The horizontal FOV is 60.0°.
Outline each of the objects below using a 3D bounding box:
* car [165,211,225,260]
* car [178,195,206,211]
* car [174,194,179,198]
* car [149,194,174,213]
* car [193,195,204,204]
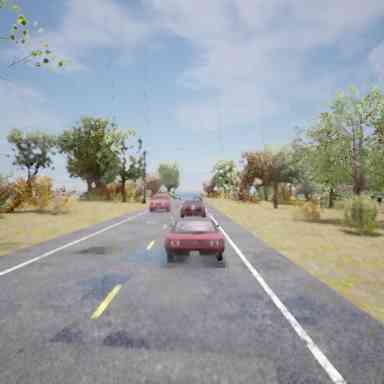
[{"bbox_3d":[0.093,1.607,12.455,1.895,1.301,4.718,0,0,0],"label":"car"},{"bbox_3d":[0.095,1.371,29.061,2.097,1.767,4.553,0,0,0],"label":"car"},{"bbox_3d":[-3.492,1.257,79.027,1.882,1.535,5.008,0,0,0],"label":"car"},{"bbox_3d":[-3.589,1.254,38.312,2.150,2.045,5.566,0,0,0],"label":"car"},{"bbox_3d":[1.231,1.476,68.197,2.097,1.767,4.553,0,0,0],"label":"car"}]
